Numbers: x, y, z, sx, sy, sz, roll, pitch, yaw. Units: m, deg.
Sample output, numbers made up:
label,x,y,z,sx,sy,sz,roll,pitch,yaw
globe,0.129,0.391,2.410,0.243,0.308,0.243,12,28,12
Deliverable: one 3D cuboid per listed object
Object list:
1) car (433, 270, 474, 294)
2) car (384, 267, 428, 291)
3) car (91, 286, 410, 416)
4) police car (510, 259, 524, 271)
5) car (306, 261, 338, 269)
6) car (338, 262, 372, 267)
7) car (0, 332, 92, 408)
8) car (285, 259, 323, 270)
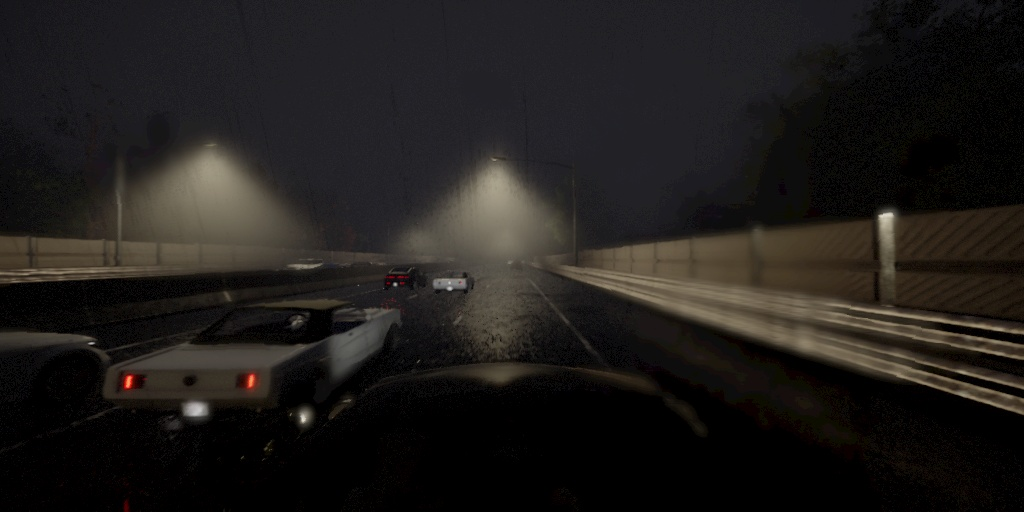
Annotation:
label,x,y,z,sx,sy,sz,roll,pitch,yaw
car,-3.413,1.538,21.928,1.895,1.301,4.718,0,-1,0
car,-6.915,1.458,23.676,1.837,1.490,4.892,0,-1,0
car,-3.403,1.391,6.092,1.895,1.301,4.718,0,-1,0
police car,1.009,1.743,62.275,1.930,1.638,5.238,0,-1,0
car,-21.099,1.593,41.354,1.882,1.535,5.008,0,-1,0
car,-17.605,1.468,41.251,2.097,1.767,4.553,0,-1,0
car,-6.902,1.290,3.336,1.812,1.442,4.674,0,-1,0
car,-24.591,1.352,42.960,2.150,2.045,5.566,0,-1,0
